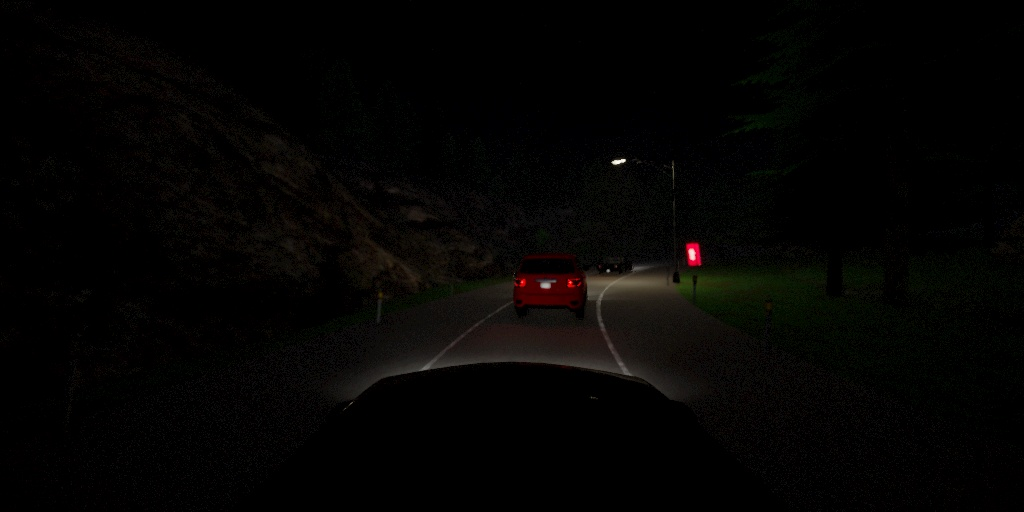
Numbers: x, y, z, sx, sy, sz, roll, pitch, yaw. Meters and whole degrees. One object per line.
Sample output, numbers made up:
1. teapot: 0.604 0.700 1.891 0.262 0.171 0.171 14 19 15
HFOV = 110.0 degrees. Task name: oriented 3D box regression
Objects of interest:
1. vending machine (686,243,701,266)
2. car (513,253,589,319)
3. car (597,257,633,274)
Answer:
1. vending machine: 16.804 -0.179 32.979 1.100 2.100 0.880 0 0 41
2. car: 1.535 0.907 12.834 2.150 2.045 5.566 0 1 12
3. car: 8.689 0.762 29.953 1.895 1.301 4.718 -2 2 32
